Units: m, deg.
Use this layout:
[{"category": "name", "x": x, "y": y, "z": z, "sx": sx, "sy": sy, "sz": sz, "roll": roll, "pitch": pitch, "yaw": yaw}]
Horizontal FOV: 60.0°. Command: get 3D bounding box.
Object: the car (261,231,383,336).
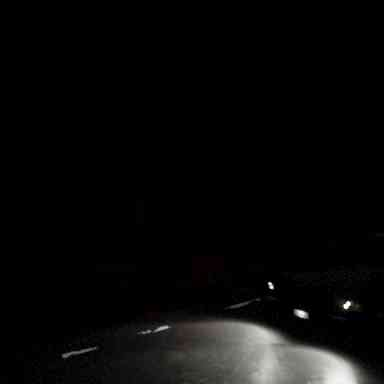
[{"category": "car", "x": 3.806, "y": 1.592, "z": 7.093, "sx": 5.357, "sy": 1.411, "sz": 2.033, "roll": 0, "pitch": 0, "yaw": -40}]
